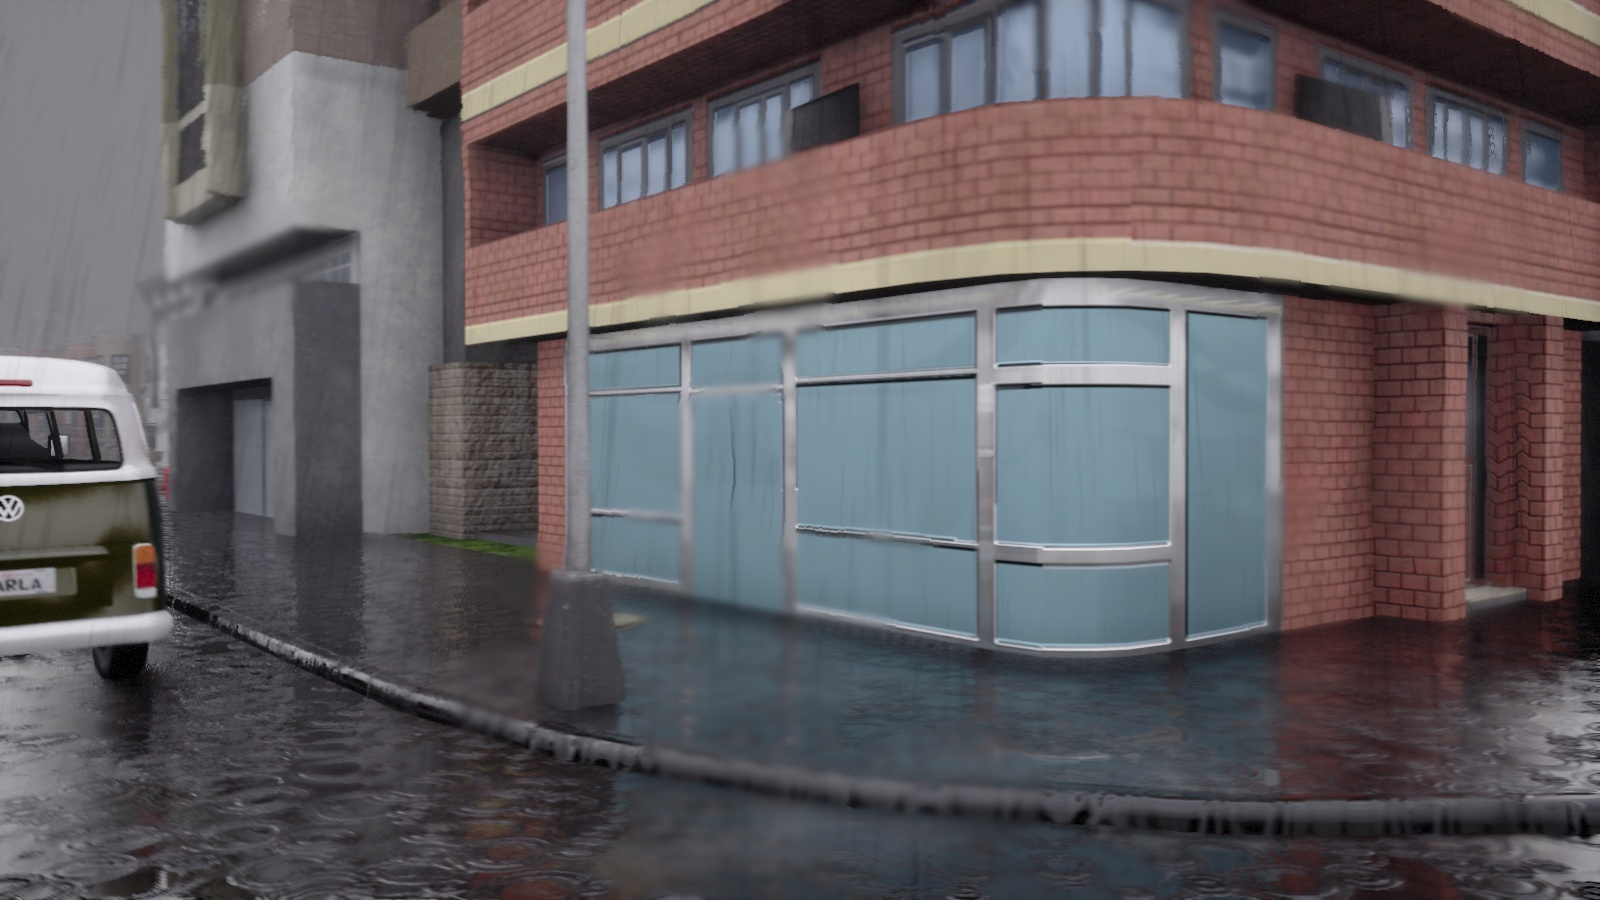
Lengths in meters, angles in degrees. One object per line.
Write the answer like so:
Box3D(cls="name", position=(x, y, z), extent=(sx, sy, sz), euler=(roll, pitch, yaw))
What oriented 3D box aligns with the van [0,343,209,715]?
Box3D(cls="van", position=(-5.826, 0.406, 8.595), extent=(2.069, 2.038, 4.480), euler=(-1, 1, -41))
